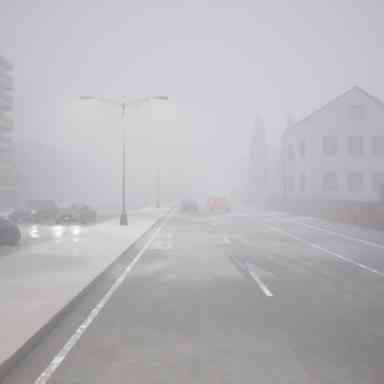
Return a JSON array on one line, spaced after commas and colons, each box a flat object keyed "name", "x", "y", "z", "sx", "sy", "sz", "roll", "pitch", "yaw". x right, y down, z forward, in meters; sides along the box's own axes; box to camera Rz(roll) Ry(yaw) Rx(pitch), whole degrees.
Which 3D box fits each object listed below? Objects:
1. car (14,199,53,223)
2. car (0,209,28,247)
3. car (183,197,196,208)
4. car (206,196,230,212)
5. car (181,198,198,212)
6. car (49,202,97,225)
[{"name": "car", "x": -11.783, "y": 1.351, "z": 25.048, "sx": 2.097, "sy": 1.767, "sz": 4.553, "roll": 0, "pitch": 0, "yaw": 0}, {"name": "car", "x": -8.231, "y": 1.561, "z": 12.496, "sx": 1.994, "sy": 1.385, "sz": 4.181, "roll": 0, "pitch": 0, "yaw": -3}, {"name": "car", "x": -0.427, "y": 1.525, "z": 48.219, "sx": 1.812, "sy": 1.442, "sz": 4.674, "roll": 0, "pitch": 0, "yaw": -1}, {"name": "car", "x": 3.137, "y": 1.352, "z": 38.600, "sx": 2.097, "sy": 1.767, "sz": 4.553, "roll": 0, "pitch": 0, "yaw": 0}, {"name": "car", "x": -0.309, "y": 1.601, "z": 38.265, "sx": 1.895, "sy": 1.301, "sz": 4.718, "roll": 0, "pitch": 0, "yaw": -1}, {"name": "car", "x": -8.342, "y": 1.563, "z": 24.115, "sx": 1.994, "sy": 1.385, "sz": 4.181, "roll": 0, "pitch": 0, "yaw": 0}]
